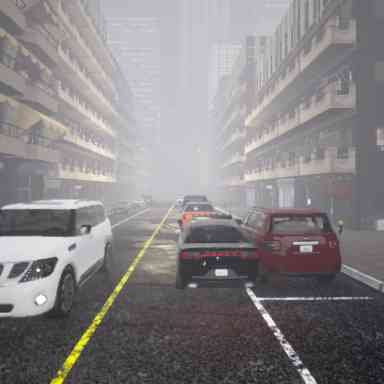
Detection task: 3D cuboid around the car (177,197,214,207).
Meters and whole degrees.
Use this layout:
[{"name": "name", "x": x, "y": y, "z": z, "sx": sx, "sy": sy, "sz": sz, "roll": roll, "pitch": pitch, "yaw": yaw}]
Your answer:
[{"name": "car", "x": 0.355, "y": 1.347, "z": 19.155, "sx": 2.097, "sy": 1.767, "sz": 4.553, "roll": 0, "pitch": 0, "yaw": -2}]

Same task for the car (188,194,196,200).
[{"name": "car", "x": -0.050, "y": 1.426, "z": 93.604, "sx": 1.967, "sy": 1.590, "sz": 4.097, "roll": -1, "pitch": 0, "yaw": -2}]

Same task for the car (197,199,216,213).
[{"name": "car", "x": 1.589, "y": 1.517, "z": 37.778, "sx": 1.752, "sy": 1.417, "sz": 4.829, "roll": -1, "pitch": 0, "yaw": -2}]

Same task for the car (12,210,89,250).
[{"name": "car", "x": -6.125, "y": 1.578, "z": 14.992, "sx": 1.802, "sy": 1.307, "sz": 4.206, "roll": -1, "pitch": 0, "yaw": -2}]

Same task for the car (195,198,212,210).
[{"name": "car", "x": 1.430, "y": 1.557, "z": 43.207, "sx": 1.947, "sy": 1.339, "sz": 4.313, "roll": -1, "pitch": 0, "yaw": -2}]

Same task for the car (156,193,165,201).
[{"name": "car", "x": -8.265, "y": 1.301, "z": 87.788, "sx": 2.192, "sy": 1.841, "sz": 5.009, "roll": -1, "pitch": 0, "yaw": -2}]

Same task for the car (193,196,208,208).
[{"name": "car", "x": 1.264, "y": 1.430, "z": 48.807, "sx": 1.967, "sy": 1.590, "sz": 4.097, "roll": -1, "pitch": 0, "yaw": -2}]

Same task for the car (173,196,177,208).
[{"name": "car", "x": -1.304, "y": 1.591, "z": 45.463, "sx": 1.895, "sy": 1.301, "sz": 4.718, "roll": 0, "pitch": 0, "yaw": -1}]

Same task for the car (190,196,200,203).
[{"name": "car", "x": 0.609, "y": 1.553, "z": 71.205, "sx": 1.947, "sy": 1.339, "sz": 4.313, "roll": -1, "pitch": 0, "yaw": -2}]

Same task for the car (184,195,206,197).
[{"name": "car", "x": 0.178, "y": 1.219, "z": 25.212, "sx": 2.150, "sy": 2.045, "sz": 5.566, "roll": 0, "pitch": 0, "yaw": -2}]

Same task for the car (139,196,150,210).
[{"name": "car", "x": -6.947, "y": 1.541, "z": 42.990, "sx": 2.008, "sy": 1.369, "sz": 4.403, "roll": -1, "pitch": 0, "yaw": -2}]

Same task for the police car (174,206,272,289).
[{"name": "police car", "x": 0.542, "y": 1.423, "z": 9.301, "sx": 1.930, "sy": 1.638, "sz": 5.238, "roll": 0, "pitch": 0, "yaw": -1}]

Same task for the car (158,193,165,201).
[{"name": "car", "x": -8.098, "y": 1.537, "z": 82.187, "sx": 2.008, "sy": 1.369, "sz": 4.403, "roll": -1, "pitch": 0, "yaw": -2}]

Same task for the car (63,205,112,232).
[{"name": "car", "x": -6.290, "y": 1.577, "z": 20.592, "sx": 1.802, "sy": 1.307, "sz": 4.206, "roll": -1, "pitch": 0, "yaw": -2}]

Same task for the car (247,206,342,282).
[{"name": "car", "x": 2.413, "y": 1.313, "z": 9.610, "sx": 2.192, "sy": 1.841, "sz": 5.009, "roll": -1, "pitch": 0, "yaw": -2}]

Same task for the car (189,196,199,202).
[{"name": "car", "x": 0.444, "y": 1.538, "z": 76.806, "sx": 2.008, "sy": 1.369, "sz": 4.403, "roll": -1, "pitch": 0, "yaw": -2}]

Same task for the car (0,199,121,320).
[{"name": "car", "x": -3.308, "y": 1.219, "z": 7.622, "sx": 2.150, "sy": 2.045, "sz": 5.566, "roll": 0, "pitch": 0, "yaw": -2}]

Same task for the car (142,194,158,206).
[{"name": "car", "x": -7.279, "y": 1.304, "z": 54.189, "sx": 2.192, "sy": 1.841, "sz": 5.009, "roll": -1, "pitch": 0, "yaw": -2}]

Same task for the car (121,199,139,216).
[{"name": "car", "x": -6.618, "y": 1.544, "z": 31.791, "sx": 2.008, "sy": 1.369, "sz": 4.403, "roll": -1, "pitch": 0, "yaw": -2}]
